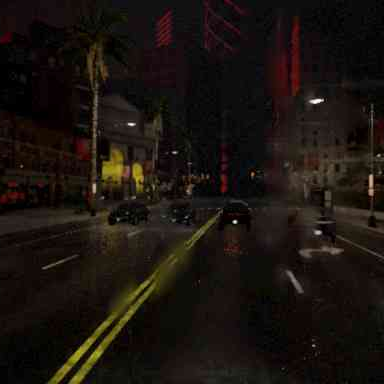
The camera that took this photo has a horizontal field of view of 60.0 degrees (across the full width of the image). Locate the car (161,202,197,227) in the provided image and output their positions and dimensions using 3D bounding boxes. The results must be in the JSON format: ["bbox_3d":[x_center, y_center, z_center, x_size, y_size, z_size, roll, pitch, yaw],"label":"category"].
[{"bbox_3d":[-0.772,1.469,22.566,1.837,1.490,4.892,0,0,8],"label":"car"}]

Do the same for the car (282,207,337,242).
[{"bbox_3d":[5.618,1.481,16.343,2.128,1.511,4.902,0,0,8],"label":"car"}]

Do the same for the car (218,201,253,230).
[{"bbox_3d":[2.727,1.475,20.873,1.837,1.490,4.892,0,-2,8],"label":"car"}]

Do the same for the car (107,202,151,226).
[{"bbox_3d":[-4.235,1.461,23.074,1.837,1.490,4.892,0,0,8],"label":"car"}]
